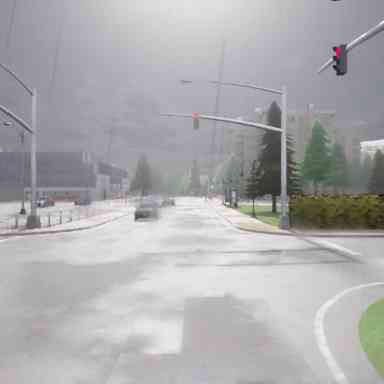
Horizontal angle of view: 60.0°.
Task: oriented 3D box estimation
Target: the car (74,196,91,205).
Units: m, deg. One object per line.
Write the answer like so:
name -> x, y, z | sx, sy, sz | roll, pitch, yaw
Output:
car -> -17.425, 1.374, 53.076 | 1.845, 1.501, 3.633 | 0, 0, 0

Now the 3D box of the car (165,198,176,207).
car -> -3.525, 1.601, 50.421 | 1.895, 1.301, 4.718 | 0, 0, 1

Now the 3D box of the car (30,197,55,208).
car -> -20.482, 1.384, 45.687 | 1.970, 1.475, 3.806 | 0, 0, 0

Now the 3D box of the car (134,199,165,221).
car -> -3.583, 1.505, 27.561 | 1.837, 1.490, 4.892 | 0, 0, 0
